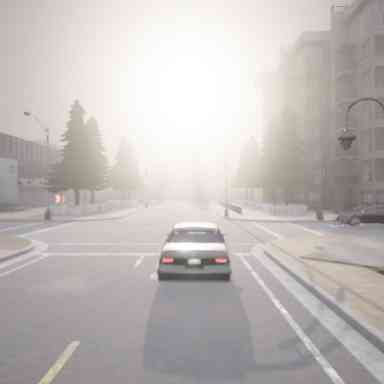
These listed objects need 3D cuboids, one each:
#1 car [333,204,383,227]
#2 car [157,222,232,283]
[{"bbox_3d":[12.346,1.587,23.007,4.902,1.511,2.128,0,0,1],"label":"car"},{"bbox_3d":[0.135,1.597,9.869,2.033,1.411,5.357,0,0,2],"label":"car"}]
